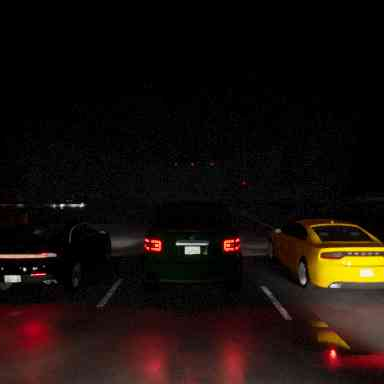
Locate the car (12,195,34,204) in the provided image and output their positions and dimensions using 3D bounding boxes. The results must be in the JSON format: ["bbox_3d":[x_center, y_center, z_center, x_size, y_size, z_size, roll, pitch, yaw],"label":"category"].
[{"bbox_3d":[-28.954,1.246,57.144,1.882,1.535,5.008,0,0,-1],"label":"car"}]

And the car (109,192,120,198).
[{"bbox_3d":[-18.721,1.207,76.069,2.033,1.411,5.357,0,0,-1],"label":"car"}]

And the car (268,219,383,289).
[{"bbox_3d":[3.477,1.469,9.143,1.882,1.535,5.008,0,0,0],"label":"car"}]

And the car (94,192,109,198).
[{"bbox_3d":[-18.561,1.075,65.835,2.097,1.767,4.553,0,0,-1],"label":"car"}]

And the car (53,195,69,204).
[{"bbox_3d":[-21.956,1.337,56.492,1.994,1.385,4.181,0,0,-1],"label":"car"}]

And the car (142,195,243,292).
[{"bbox_3d":[-0.011,1.213,9.089,2.150,2.045,5.566,0,0,0],"label":"car"}]

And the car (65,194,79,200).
[{"bbox_3d":[-29.333,1.138,81.372,1.837,1.490,4.892,0,0,-1],"label":"car"}]

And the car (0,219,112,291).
[{"bbox_3d":[-3.519,1.483,8.945,2.128,1.511,4.902,0,0,0],"label":"car"}]

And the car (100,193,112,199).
[{"bbox_3d":[-22.725,1.129,87.735,2.128,1.511,4.902,0,0,-4],"label":"car"}]

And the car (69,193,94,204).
[{"bbox_3d":[-18.453,1.342,55.557,1.994,1.385,4.181,0,0,-1],"label":"car"}]
